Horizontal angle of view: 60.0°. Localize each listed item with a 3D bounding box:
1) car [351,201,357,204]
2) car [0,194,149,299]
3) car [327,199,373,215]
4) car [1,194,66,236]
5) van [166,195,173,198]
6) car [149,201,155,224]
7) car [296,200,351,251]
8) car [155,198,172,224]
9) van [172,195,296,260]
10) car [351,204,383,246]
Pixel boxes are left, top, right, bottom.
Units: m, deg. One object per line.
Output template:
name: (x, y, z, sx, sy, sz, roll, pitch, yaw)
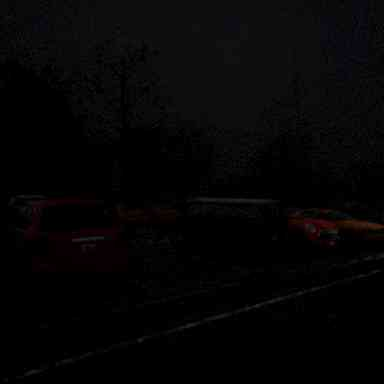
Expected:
car: (16.452, 1.883, 38.271, 2.002, 1.452, 4.674, 2, -1, -36)
car: (-3.608, 1.182, 8.695, 2.435, 2.045, 5.566, 0, 0, -36)
car: (18.998, 1.794, 40.167, 2.185, 1.767, 4.553, 2, -1, -36)
car: (-9.451, 1.179, 19.547, 2.435, 2.045, 5.566, 0, 0, -36)
van: (-0.344, 1.247, 26.022, 1.878, 1.987, 4.442, 1, 0, -36)
car: (-4.944, 1.435, 23.070, 1.946, 1.575, 5.366, 0, 0, -36)
car: (3.866, 1.320, 14.110, 2.185, 1.767, 4.553, 1, 0, -36)
car: (-2.787, 1.449, 24.628, 1.946, 1.575, 5.366, 1, 0, -36)
van: (1.355, 1.209, 12.399, 1.878, 1.987, 4.442, 0, 0, -36)
car: (6.357, 1.464, 15.644, 1.946, 1.575, 5.366, 1, 0, -36)
